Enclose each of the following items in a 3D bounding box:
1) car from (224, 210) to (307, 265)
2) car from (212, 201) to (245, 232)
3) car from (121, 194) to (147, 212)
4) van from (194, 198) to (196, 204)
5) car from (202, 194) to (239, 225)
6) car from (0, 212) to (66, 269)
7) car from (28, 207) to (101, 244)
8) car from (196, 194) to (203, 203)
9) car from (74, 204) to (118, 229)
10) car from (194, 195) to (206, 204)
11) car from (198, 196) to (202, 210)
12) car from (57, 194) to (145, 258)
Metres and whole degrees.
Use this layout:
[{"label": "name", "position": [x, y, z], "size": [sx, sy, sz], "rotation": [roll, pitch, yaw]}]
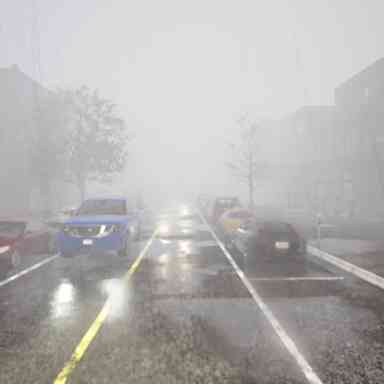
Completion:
[{"label": "car", "position": [2.431, 1.492, 11.233], "size": [1.947, 1.339, 4.313], "rotation": [-1, 0, -1]}, {"label": "car", "position": [2.282, 1.427, 16.948], "size": [1.752, 1.417, 4.829], "rotation": [-1, 0, -1]}, {"label": "car", "position": [-6.674, 1.200, 38.743], "size": [2.192, 1.841, 5.009], "rotation": [-1, 0, -1]}, {"label": "van", "position": [1.559, 1.123, 44.510], "size": [1.690, 1.788, 3.998], "rotation": [-1, 0, -1]}, {"label": "car", "position": [2.137, 1.193, 22.325], "size": [2.192, 1.841, 5.009], "rotation": [-1, 0, -1]}, {"label": "car", "position": [-5.946, 1.587, 11.013], "size": [1.802, 1.307, 4.206], "rotation": [-1, 0, -1]}, {"label": "car", "position": [-6.091, 1.532, 16.559], "size": [2.008, 1.369, 4.403], "rotation": [-1, 0, -1]}, {"label": "car", "position": [1.703, 1.331, 39.134], "size": [1.752, 1.417, 4.829], "rotation": [-1, 0, -1]}, {"label": "car", "position": [-6.235, 1.539, 22.106], "size": [1.802, 1.307, 4.206], "rotation": [-1, 0, -1]}, {"label": "car", "position": [1.270, 1.258, 55.774], "size": [1.752, 1.417, 4.829], "rotation": [-1, 0, -1]}, {"label": "car", "position": [1.853, 1.412, 33.418], "size": [1.802, 1.307, 4.206], "rotation": [-1, 0, -1]}, {"label": "car", "position": [-3.314, 1.194, 13.098], "size": [2.150, 2.045, 5.566], "rotation": [-1, 0, -2]}]
